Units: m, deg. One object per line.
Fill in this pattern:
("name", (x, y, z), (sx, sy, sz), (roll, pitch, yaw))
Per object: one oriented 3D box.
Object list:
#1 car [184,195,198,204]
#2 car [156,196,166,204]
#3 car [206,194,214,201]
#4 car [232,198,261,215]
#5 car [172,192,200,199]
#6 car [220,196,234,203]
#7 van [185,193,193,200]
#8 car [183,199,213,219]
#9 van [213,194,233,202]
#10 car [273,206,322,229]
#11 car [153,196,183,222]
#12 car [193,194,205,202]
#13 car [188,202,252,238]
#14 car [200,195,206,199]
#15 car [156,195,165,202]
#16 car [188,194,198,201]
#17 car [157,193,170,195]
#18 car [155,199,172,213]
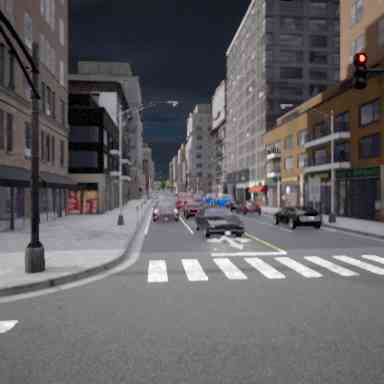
("car", (-0.239, 1.370, 61.678), (2.128, 1.511, 4.902), (0, 0, -6))
("car", (-5.980, 1.441, 63.852), (2.008, 1.369, 4.403), (0, 0, -6))
("car", (3.698, 1.435, 48.230), (2.008, 1.369, 4.403), (0, 0, -6))
("car", (5.394, 1.489, 31.786), (1.802, 1.307, 4.206), (0, 0, -6))
("car", (-0.776, 1.131, 38.370), (2.150, 2.045, 5.566), (0, 0, -5))
("car", (4.828, 1.465, 37.267), (1.947, 1.339, 4.313), (0, 0, -6))
("van", (-0.823, 1.190, 92.084), (1.690, 1.788, 3.998), (0, 0, -6))
("car", (0.280, 1.528, 27.871), (1.895, 1.301, 4.718), (0, 0, -6))
("van", (4.263, 1.232, 42.748), (1.690, 1.788, 3.998), (0, 0, -6))
("car", (6.524, 1.494, 20.821), (1.947, 1.339, 4.313), (0, 0, -6))
("car", (-2.024, 1.378, 25.480), (1.967, 1.590, 4.097), (0, 0, -6))
("car", (1.437, 1.307, 70.157), (1.967, 1.590, 4.097), (0, 0, -6))
("car", (1.292, 1.495, 17.881), (2.033, 1.411, 5.357), (0, 0, -8))
("car", (0.800, 1.488, 51.630), (1.895, 1.301, 4.718), (0, 0, -6))
("car", (-7.110, 1.427, 74.816), (1.887, 1.381, 4.507), (0, 0, -6))
("car", (0.307, 1.299, 81.121), (1.967, 1.590, 4.097), (0, 0, -6))
("car", (-4.850, 1.339, 52.888), (1.967, 1.590, 4.097), (0, 0, -6))
("car", (-3.154, 1.501, 36.444), (1.802, 1.307, 4.206), (0, 0, -6))
